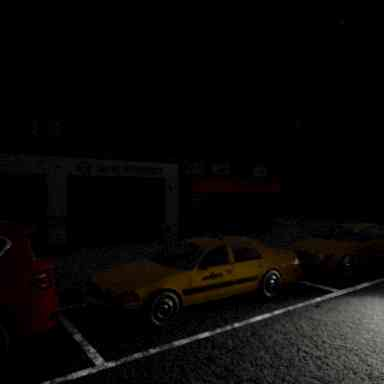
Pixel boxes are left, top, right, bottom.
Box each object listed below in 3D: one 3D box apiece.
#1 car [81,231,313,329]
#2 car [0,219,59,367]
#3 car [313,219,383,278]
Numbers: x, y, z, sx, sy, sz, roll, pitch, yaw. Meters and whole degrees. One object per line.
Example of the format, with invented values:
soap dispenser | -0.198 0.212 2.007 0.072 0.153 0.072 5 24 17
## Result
car | 0.241 1.532 6.934 4.829 1.417 1.752 0 0 -35
car | -4.179 1.313 3.787 5.009 1.841 2.192 0 0 -35
car | 4.800 1.542 10.179 4.829 1.417 1.752 0 0 -35
